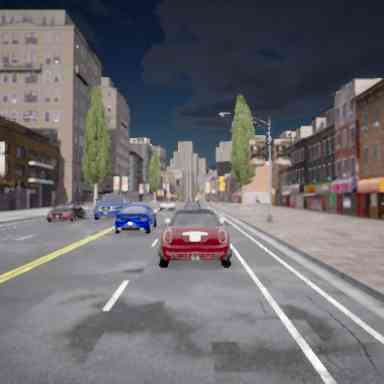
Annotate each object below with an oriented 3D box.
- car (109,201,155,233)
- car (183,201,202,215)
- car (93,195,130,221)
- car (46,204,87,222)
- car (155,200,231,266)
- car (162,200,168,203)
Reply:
[{"bbox_3d":[-3.160,1.482,19.484,1.882,1.535,5.008,0,0,0],"label":"car"},{"bbox_3d":[0.079,1.688,36.478,1.994,1.385,4.181,0,0,0],"label":"car"},{"bbox_3d":[-6.572,1.286,28.120,2.150,2.045,5.566,0,-1,0],"label":"car"},{"bbox_3d":[-9.834,1.614,26.300,1.994,1.385,4.181,0,0,0],"label":"car"},{"bbox_3d":[0.092,1.330,11.558,2.097,1.767,4.553,0,0,0],"label":"car"},{"bbox_3d":[-3.174,1.793,45.070,1.895,1.301,4.718,0,-1,0],"label":"car"}]
